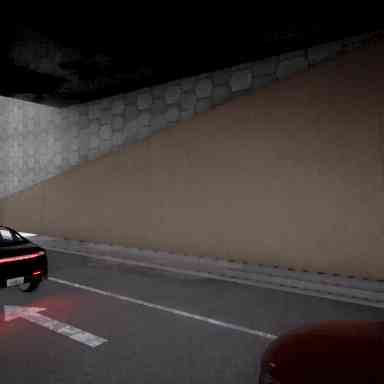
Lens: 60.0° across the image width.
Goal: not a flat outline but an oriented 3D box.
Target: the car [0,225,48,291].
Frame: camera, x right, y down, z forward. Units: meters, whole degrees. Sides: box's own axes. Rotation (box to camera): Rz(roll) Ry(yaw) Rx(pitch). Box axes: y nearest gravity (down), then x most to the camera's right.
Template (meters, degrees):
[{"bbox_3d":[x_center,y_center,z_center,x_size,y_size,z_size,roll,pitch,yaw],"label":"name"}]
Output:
[{"bbox_3d":[-5.331,1.492,7.745,4.902,1.511,2.128,0,0,35],"label":"car"}]

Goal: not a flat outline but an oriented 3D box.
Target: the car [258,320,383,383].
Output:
[{"bbox_3d":[2.676,1.526,1.975,4.674,1.442,1.812,0,0,36],"label":"car"}]
